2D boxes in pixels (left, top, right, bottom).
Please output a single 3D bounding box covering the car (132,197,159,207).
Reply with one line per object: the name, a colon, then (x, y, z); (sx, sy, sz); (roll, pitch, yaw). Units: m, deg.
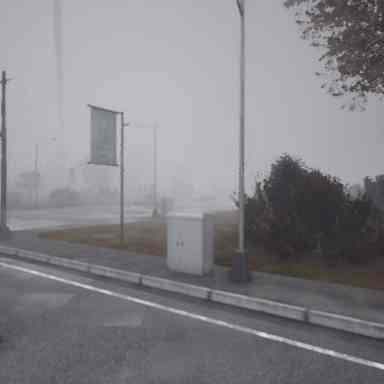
car: (-6.618, 1.394, 47.344); (1.994, 1.385, 4.181); (0, 0, 32)
